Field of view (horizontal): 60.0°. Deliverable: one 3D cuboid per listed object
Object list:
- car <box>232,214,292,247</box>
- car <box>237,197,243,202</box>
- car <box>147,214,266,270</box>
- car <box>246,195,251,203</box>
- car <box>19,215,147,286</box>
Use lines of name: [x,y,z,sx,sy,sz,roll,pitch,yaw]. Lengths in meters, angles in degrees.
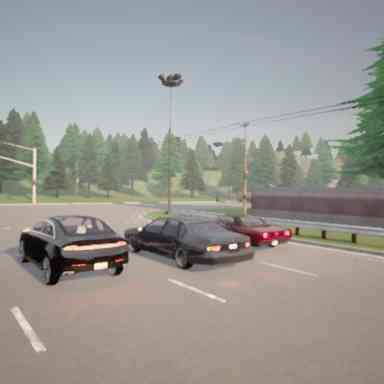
car: [1.721,1.565,14.042,1.895,1.301,4.718,1,0,-37]
car: [11.265,1.341,66.663,5.008,1.535,1.882,0,0,-37]
car: [-0.407,1.494,11.045,2.033,1.411,5.357,1,0,-37]
car: [12.867,1.393,63.525,4.902,1.511,2.128,1,0,-37]
car: [-3.487,1.401,9.322,2.128,1.511,4.902,1,0,-37]
